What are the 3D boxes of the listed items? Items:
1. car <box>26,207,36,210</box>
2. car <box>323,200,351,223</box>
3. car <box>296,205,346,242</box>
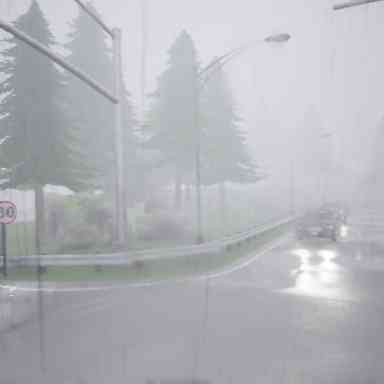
[{"bbox_3d":[-28.903,3.464,60.709,2.128,1.511,4.902,-2,-1,27],"label":"car"},{"bbox_3d":[11.376,1.563,26.890,2.097,1.767,4.553,-2,-1,27],"label":"car"},{"bbox_3d":[6.823,1.685,17.829,2.128,1.511,4.902,-2,-1,27],"label":"car"}]
